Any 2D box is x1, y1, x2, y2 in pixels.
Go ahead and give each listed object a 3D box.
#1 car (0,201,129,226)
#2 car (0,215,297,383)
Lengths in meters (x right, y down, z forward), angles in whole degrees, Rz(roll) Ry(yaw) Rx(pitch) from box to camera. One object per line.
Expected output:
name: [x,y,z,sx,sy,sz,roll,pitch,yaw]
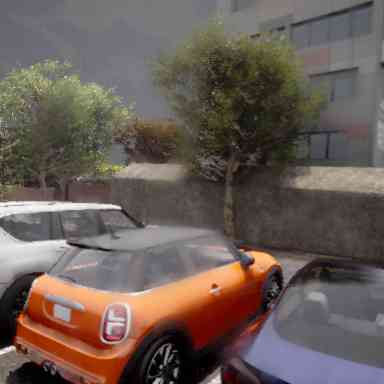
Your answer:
car: [-2.431,1.211,7.049,2.435,2.045,5.566,0,0,36]
car: [-0.190,1.345,5.379,2.185,1.767,4.553,0,0,35]
